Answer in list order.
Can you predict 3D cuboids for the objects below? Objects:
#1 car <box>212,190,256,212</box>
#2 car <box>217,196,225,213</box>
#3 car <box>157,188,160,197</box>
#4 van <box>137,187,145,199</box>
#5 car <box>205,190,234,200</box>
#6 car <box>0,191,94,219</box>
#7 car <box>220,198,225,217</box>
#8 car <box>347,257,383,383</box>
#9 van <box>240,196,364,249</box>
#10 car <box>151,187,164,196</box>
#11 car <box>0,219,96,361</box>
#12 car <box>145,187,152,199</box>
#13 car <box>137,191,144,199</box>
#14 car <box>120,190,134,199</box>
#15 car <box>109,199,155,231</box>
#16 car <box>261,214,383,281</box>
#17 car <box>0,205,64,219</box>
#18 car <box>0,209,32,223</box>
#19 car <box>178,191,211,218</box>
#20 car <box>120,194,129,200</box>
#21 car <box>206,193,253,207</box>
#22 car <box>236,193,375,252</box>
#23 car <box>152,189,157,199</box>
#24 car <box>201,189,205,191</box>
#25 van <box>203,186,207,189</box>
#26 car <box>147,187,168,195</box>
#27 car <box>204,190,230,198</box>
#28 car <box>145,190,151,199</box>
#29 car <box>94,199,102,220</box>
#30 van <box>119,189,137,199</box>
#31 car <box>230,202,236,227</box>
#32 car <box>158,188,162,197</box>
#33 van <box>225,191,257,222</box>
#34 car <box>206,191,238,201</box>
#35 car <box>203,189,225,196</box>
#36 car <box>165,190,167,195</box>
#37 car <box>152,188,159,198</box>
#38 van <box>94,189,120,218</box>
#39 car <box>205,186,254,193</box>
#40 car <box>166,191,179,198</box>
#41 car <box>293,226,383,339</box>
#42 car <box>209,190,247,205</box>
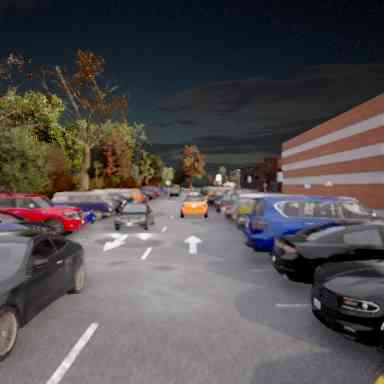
[{"bbox_3d":[4.463,0.971,30.562,4.553,1.767,2.185,0,1,0],"label":"car"},{"bbox_3d":[4.482,1.276,24.916,4.674,1.452,2.002,0,1,0],"label":"car"},{"bbox_3d":[-8.041,0.564,53.124,4.792,1.488,2.163,0,1,0],"label":"car"},{"bbox_3d":[-8.166,0.656,39.007,4.442,1.987,1.878,0,1,0],"label":"van"},{"bbox_3d":[4.594,0.501,55.989,4.792,1.488,2.163,0,1,0],"label":"car"},{"bbox_3d":[-8.093,1.109,16.278,5.566,2.045,2.435,0,0,0],"label":"car"},{"bbox_3d":[4.469,1.340,22.082,4.674,1.452,2.002,0,1,0],"label":"car"},{"bbox_3d":[4.231,1.463,2.290,5.366,1.575,1.946,0,0,0],"label":"car"},{"bbox_3d":[4.331,1.162,13.591,4.442,1.987,1.878,0,0,0],"label":"van"},{"bbox_3d":[-7.991,0.396,58.769,5.008,1.535,2.097,0,1,0],"label":"car"},{"bbox_3d":[-3.340,1.481,5.957,1.812,1.442,4.674,0,0,1],"label":"car"},{"bbox_3d":[-8.066,0.620,44.528,4.553,1.767,2.185,0,1,0],"label":"car"},{"bbox_3d":[-8.065,0.952,36.187,4.892,1.521,2.231,0,1,0],"label":"car"},{"bbox_3d":[-8.045,0.967,30.414,4.553,1.767,2.185,0,1,0],"label":"car"},{"bbox_3d":[-3.282,1.379,19.755,1.812,1.442,4.674,0,1,0],"label":"car"},{"bbox_3d":[4.427,1.427,7.941,5.008,1.535,2.097,0,0,0],"label":"car"},{"bbox_3d":[-8.099,1.410,13.457,4.792,1.488,2.163,0,0,0],"label":"car"},{"bbox_3d":[-8.108,1.430,10.633,4.792,1.488,2.163,0,0,0],"label":"car"},{"bbox_3d":[0.171,1.046,27.308,2.097,1.767,4.553,0,1,0],"label":"car"},{"bbox_3d":[-8.117,1.189,27.721,4.792,1.488,2.163,0,2,0],"label":"car"},{"bbox_3d":[4.333,0.885,39.040,5.366,1.575,1.946,0,1,0],"label":"car"},{"bbox_3d":[4.468,1.156,10.765,5.566,2.045,2.435,0,0,0],"label":"car"},{"bbox_3d":[-8.022,0.676,47.353,5.008,1.535,2.097,0,1,0],"label":"car"},{"bbox_3d":[4.356,0.677,47.515,5.366,1.575,1.946,0,1,0],"label":"car"},{"bbox_3d":[4.440,0.315,53.158,4.442,1.987,1.878,0,1,0],"label":"van"},{"bbox_3d":[-7.891,-0.168,75.711,4.553,1.767,2.185,0,1,0],"label":"car"},{"bbox_3d":[4.583,0.373,61.639,4.674,1.452,2.002,0,1,0],"label":"car"},{"bbox_3d":[-8.048,0.815,41.708,5.008,1.535,2.097,0,1,0],"label":"car"},{"bbox_3d":[-8.107,1.338,19.115,5.008,1.535,2.097,0,0,0],"label":"car"},{"bbox_3d":[-8.185,0.795,33.358,4.442,1.987,1.878,0,1,0],"label":"van"},{"bbox_3d":[4.453,1.408,16.418,4.674,1.452,2.002,0,0,0],"label":"car"},{"bbox_3d":[-7.999,0.465,55.946,5.008,1.535,2.097,0,1,0],"label":"car"},{"bbox_3d":[4.347,1.120,19.121,4.442,1.987,1.878,0,1,0],"label":"van"},{"bbox_3d":[4.552,0.651,50.340,4.674,1.452,2.002,0,1,0],"label":"car"},{"bbox_3d":[4.606,0.158,70.115,4.674,1.452,2.002,0,1,0],"label":"car"},{"bbox_3d":[-7.984,0.186,67.237,4.892,1.521,2.231,0,1,0],"label":"car"},{"bbox_3d":[-8.024,0.607,50.176,5.008,1.535,2.097,0,1,0],"label":"car"},{"bbox_3d":[-7.975,1.003,24.889,4.442,1.987,1.878,0,1,0],"label":"van"},{"bbox_3d":[4.482,0.707,36.208,5.566,2.045,2.435,0,1,0],"label":"car"},{"bbox_3d":[-3.118,0.454,61.454,1.895,1.301,4.718,0,1,1],"label":"car"},{"bbox_3d":[4.430,1.446,5.116,5.008,1.535,2.097,0,0,0],"label":"car"},{"bbox_3d":[4.494,0.693,41.861,4.553,1.767,2.185,0,1,0],"label":"car"}]
